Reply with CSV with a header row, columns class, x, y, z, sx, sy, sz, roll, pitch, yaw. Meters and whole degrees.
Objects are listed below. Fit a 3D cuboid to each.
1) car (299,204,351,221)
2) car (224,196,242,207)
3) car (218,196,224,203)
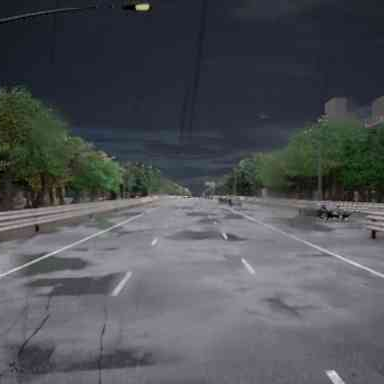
class,x,y,z,sx,sy,sz,roll,pitch,yaw
car,11.303,1.700,28.732,1.895,1.301,4.718,0,0,-16
car,6.980,1.619,54.980,2.128,1.511,4.902,0,0,-1
car,7.004,1.658,75.347,1.882,1.535,5.008,0,0,0
